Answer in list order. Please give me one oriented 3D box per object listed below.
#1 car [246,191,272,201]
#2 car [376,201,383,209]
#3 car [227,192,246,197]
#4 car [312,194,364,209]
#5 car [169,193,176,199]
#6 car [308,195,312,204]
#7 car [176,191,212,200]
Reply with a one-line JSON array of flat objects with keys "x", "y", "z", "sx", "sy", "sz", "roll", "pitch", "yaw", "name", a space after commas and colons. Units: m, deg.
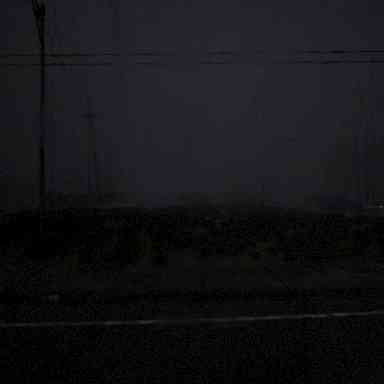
[{"x": 12.265, "y": 0.683, "z": 58.959, "sx": 3.866, "sy": 1.878, "sz": 1.905, "roll": 0, "pitch": 1, "yaw": -8, "name": "car"}, {"x": 23.107, "y": 1.324, "z": 37.512, "sx": 1.895, "sy": 1.301, "sz": 4.718, "roll": 0, "pitch": 1, "yaw": -8, "name": "car"}, {"x": 9.834, "y": 0.693, "z": 72.234, "sx": 4.193, "sy": 1.474, "sz": 1.816, "roll": 0, "pitch": 1, "yaw": -8, "name": "car"}, {"x": 15.616, "y": 1.171, "z": 34.991, "sx": 4.611, "sy": 1.667, "sz": 2.242, "roll": 0, "pitch": 1, "yaw": -8, "name": "car"}, {"x": -2.742, "y": 0.638, "z": 69.270, "sx": 3.905, "sy": 1.438, "sz": 1.784, "roll": 0, "pitch": 1, "yaw": -8, "name": "car"}, {"x": 18.077, "y": 1.073, "z": 46.882, "sx": 1.837, "sy": 1.490, "sz": 4.892, "roll": 0, "pitch": 0, "yaw": -8, "name": "car"}, {"x": 0.550, "y": 0.727, "z": 47.032, "sx": 4.605, "sy": 1.855, "sz": 1.932, "roll": 0, "pitch": 1, "yaw": -8, "name": "car"}]
